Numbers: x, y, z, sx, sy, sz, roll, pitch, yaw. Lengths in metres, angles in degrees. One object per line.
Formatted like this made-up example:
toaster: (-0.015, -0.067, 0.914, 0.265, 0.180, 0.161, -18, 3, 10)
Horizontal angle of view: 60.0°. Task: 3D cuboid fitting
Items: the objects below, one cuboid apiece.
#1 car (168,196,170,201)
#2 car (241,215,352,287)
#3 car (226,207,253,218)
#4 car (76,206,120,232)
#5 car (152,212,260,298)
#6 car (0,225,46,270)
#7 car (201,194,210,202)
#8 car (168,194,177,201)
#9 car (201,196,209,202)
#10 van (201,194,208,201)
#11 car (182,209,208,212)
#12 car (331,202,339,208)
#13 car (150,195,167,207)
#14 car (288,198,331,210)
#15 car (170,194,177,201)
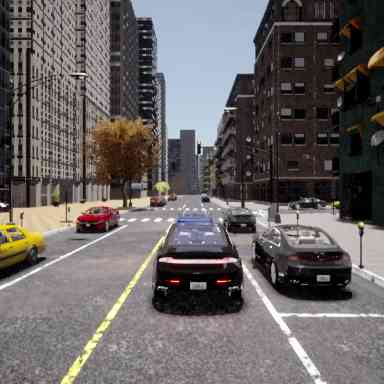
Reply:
car: (-5.404, 1.607, 58.089, 1.947, 1.339, 4.313, 0, 0, 0)
car: (2.732, 1.551, 9.071, 2.008, 1.369, 4.403, 0, 0, 0)
car: (2.787, 1.555, 20.137, 2.008, 1.369, 4.403, 0, 0, 0)
car: (-5.593, 1.549, 20.179, 1.887, 1.381, 4.507, 0, 0, 0)
car: (0.130, 1.492, 8.473, 2.128, 1.511, 4.902, 0, 0, 0)
car: (-5.649, 1.526, 8.943, 1.752, 1.417, 4.829, 0, 0, 0)
car: (3.059, 1.629, 74.615, 1.947, 1.339, 4.313, 0, 0, 0)
car: (-5.239, 1.409, 91.226, 2.192, 1.841, 5.009, 0, 0, 0)
car: (3.088, 1.598, 80.308, 1.752, 1.417, 4.829, 0, 0, 0)
van: (3.114, 1.424, 85.662, 1.690, 1.788, 3.998, 0, 0, 0)
car: (0.167, 1.605, 18.591, 1.895, 1.301, 4.718, 0, 0, 1)
car: (19.017, 1.259, 39.516, 4.829, 1.417, 1.752, -1, 1, 0)
car: (-5.432, 1.349, 52.567, 2.192, 1.841, 5.009, 0, 0, 0)
car: (13.620, 1.359, 39.489, 4.403, 1.369, 2.008, -1, 1, 0)
car: (-5.266, 1.649, 85.704, 1.947, 1.339, 4.313, 0, 0, 0)
